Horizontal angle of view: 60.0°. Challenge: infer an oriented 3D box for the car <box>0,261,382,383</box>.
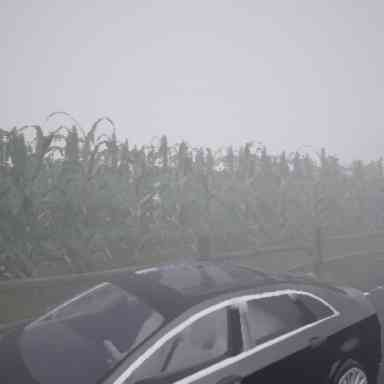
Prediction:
[{"bbox_3d":[-0.233,1.492,2.903,4.902,1.511,2.128,0,0,-35],"label":"car"}]
